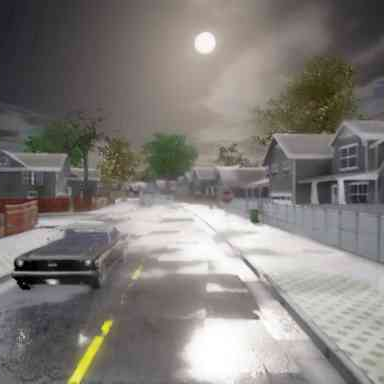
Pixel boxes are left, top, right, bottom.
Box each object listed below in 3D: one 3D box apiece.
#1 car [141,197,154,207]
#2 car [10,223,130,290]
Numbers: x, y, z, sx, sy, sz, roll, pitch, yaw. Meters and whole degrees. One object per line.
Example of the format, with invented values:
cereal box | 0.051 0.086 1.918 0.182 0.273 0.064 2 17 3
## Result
car | -6.892 1.509 51.065 2.128 1.511 4.902 0 1 -9
car | -3.013 1.601 9.262 1.895 1.301 4.718 0 0 -2
